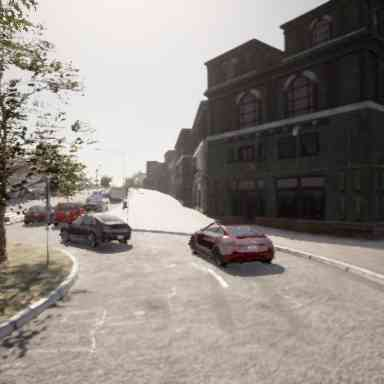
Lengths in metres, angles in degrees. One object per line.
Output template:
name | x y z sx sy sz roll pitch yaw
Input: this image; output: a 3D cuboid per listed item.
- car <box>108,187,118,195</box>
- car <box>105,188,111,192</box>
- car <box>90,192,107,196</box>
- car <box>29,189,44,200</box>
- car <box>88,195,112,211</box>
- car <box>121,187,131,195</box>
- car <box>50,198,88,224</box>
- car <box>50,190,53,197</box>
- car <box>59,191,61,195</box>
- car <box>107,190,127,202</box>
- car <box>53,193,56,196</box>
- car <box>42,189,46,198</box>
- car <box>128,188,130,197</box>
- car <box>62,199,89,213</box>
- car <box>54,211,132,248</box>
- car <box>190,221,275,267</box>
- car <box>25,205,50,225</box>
car | -18.362 -0.233 77.498 2.128 1.511 4.902 -1 3 -10
car | -16.951 0.440 67.681 1.895 1.301 4.718 -1 3 -8
car | -15.353 1.144 52.450 2.033 1.411 5.357 -1 3 -4
car | -30.064 0.818 60.412 4.792 1.488 2.163 -3 4 -26
car | -11.601 1.653 40.920 1.837 1.490 4.892 -1 3 -2
car | -15.330 -0.252 77.547 2.033 1.411 5.357 -1 3 -10
car | -10.737 1.826 29.360 2.150 2.045 5.566 -1 1 -14
car | -30.767 0.534 66.288 4.674 1.452 2.002 -3 3 -27
car | -31.633 0.084 72.103 4.553 1.767 2.185 -3 3 -28
car | -12.634 0.871 55.993 1.882 1.535 5.008 -1 3 -5
car | -31.164 0.350 69.205 5.008 1.535 2.097 -3 4 -28
car | -30.379 0.640 63.356 4.892 1.521 2.231 -3 4 -26
car | -13.911 0.340 67.558 2.128 1.511 4.902 -1 3 -8
car | -14.649 1.726 41.998 1.895 1.301 4.718 -1 3 -2
car | -5.044 1.906 17.185 4.892 1.490 1.837 -2 -3 45
car | 1.337 1.784 12.500 1.994 1.385 4.181 0 -1 -17
car | -13.793 1.964 30.955 2.097 1.767 4.553 -1 1 -8
